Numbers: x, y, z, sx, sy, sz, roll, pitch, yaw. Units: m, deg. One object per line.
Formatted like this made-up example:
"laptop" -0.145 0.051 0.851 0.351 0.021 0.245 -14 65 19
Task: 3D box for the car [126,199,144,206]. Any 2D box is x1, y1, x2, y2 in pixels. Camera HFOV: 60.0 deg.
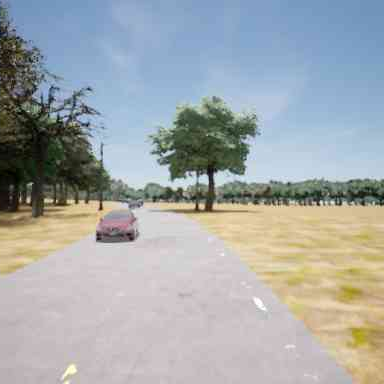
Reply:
"car" -9.971 2.132 58.055 1.994 1.385 4.181 1 -3 -13

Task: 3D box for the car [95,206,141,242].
"car" -3.822 1.688 17.683 1.812 1.442 4.674 0 -1 -4

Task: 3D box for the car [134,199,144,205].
"car" -13.480 2.570 84.729 1.812 1.442 4.674 2 -2 -19
